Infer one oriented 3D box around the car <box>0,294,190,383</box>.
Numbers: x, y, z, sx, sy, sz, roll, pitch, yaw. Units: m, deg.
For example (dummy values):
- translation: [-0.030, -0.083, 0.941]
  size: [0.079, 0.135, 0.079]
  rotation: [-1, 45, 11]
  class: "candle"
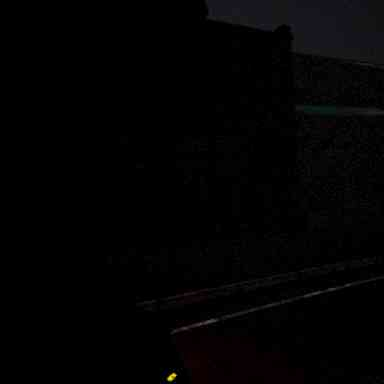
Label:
- translation: [-2.178, 1.522, 1.984]
  size: [4.674, 1.442, 1.812]
  rotation: [0, 0, -35]
  class: "car"
